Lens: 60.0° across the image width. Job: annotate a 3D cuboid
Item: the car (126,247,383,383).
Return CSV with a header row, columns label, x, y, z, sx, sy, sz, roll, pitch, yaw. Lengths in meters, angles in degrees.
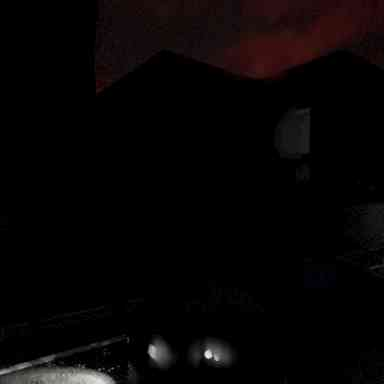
label,x,y,z,sx,sy,sz,roll,pitch,yaw
car,1.213,1.549,4.760,4.181,1.385,1.994,0,0,-36
